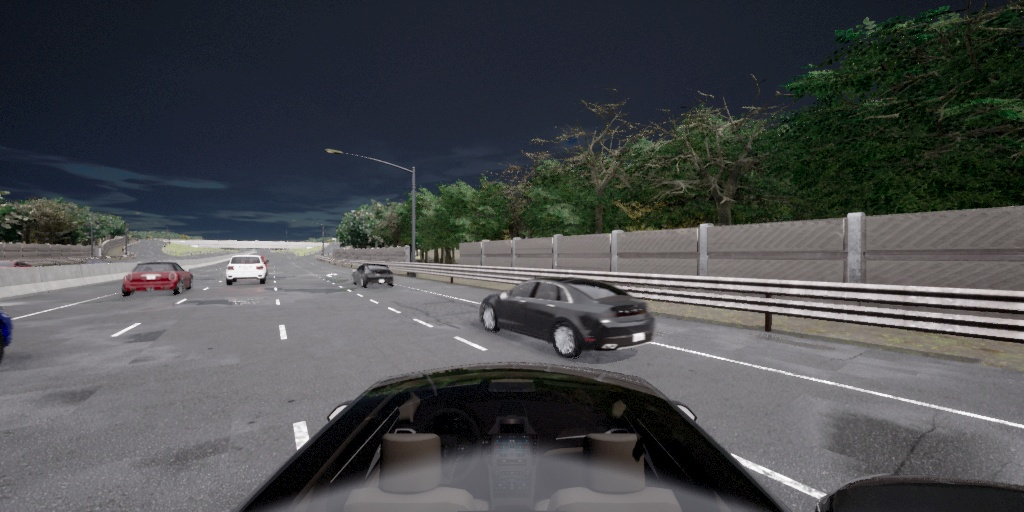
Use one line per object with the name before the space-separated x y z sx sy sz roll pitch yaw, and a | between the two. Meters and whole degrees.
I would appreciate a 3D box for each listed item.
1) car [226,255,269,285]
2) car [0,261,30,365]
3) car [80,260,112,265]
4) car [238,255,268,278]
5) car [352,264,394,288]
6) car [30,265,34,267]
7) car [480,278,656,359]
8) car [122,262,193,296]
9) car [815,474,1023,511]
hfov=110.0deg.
car | -19.260 0.957 26.135 2.150 2.045 5.566 0 0 -34
car | -8.465 0.969 3.846 2.150 2.045 5.566 0 0 -34
car | -44.544 1.199 38.485 2.128 1.511 4.902 0 0 -33
car | -25.247 0.946 35.093 2.150 2.045 5.566 0 0 -34
car | -9.320 1.248 23.883 1.837 1.490 4.892 0 0 -34
car | -43.742 1.192 30.933 1.882 1.535 5.008 0 0 -34
car | 0.984 1.254 8.616 1.837 1.490 4.892 0 0 -34
car | -18.982 1.091 19.426 2.097 1.767 4.553 0 0 -34
car | 2.986 1.315 0.375 4.181 1.385 1.994 0 0 34
